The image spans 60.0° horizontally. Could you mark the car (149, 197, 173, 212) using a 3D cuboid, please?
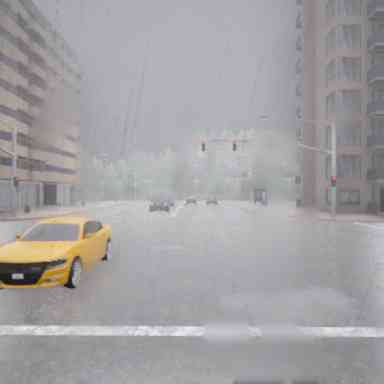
[{"bbox_3d":[-3.655,1.336,38.356,2.097,1.767,4.553,0,0,0],"label":"car"}]

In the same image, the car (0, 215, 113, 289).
[{"bbox_3d":[-3.614,1.474,9.387,1.882,1.535,5.008,0,0,0],"label":"car"}]

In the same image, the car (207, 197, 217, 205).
[{"bbox_3d":[3.546,1.523,59.453,2.033,1.411,5.357,0,0,2],"label":"car"}]

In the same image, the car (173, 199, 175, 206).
[{"bbox_3d":[-3.654,1.478,50.303,1.837,1.490,4.892,0,2,0],"label":"car"}]

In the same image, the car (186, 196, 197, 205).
[{"bbox_3d":[-0.088,1.501,60.090,1.812,1.442,4.674,0,0,0],"label":"car"}]
